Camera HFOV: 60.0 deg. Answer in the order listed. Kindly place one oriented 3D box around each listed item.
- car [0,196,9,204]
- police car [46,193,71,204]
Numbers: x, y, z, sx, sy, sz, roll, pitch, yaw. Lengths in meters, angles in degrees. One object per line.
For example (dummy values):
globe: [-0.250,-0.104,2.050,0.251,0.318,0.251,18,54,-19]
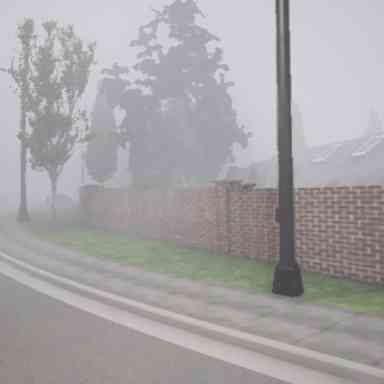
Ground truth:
car: [-31.994,1.329,54.215,1.994,1.385,4.181,-1,0,8]
police car: [-20.572,1.019,51.558,1.930,1.638,5.238,-1,1,7]
